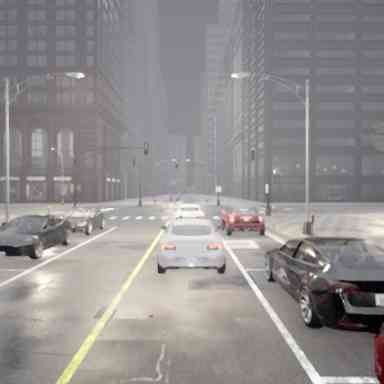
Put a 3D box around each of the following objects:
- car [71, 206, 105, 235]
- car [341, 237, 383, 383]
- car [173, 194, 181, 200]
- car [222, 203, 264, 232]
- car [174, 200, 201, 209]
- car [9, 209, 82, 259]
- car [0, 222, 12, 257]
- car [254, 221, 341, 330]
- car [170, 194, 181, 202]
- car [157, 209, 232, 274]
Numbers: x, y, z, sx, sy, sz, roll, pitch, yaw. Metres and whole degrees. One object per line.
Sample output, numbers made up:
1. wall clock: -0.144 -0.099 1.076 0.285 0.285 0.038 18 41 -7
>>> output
1. car: -5.898 1.481 17.937 2.008 1.369 4.403 0 0 0
2. car: 2.760 1.309 1.098 2.192 1.841 5.009 0 0 0
3. car: -3.735 1.222 83.403 1.837 1.490 4.892 0 0 -1
4. car: 2.626 1.367 18.006 1.967 1.590 4.097 0 0 0
5. car: -0.152 1.444 20.422 1.812 1.442 4.674 0 0 -1
6. car: -5.853 1.518 12.301 1.947 1.339 4.313 0 0 0
7. car: -5.808 1.540 6.665 1.947 1.339 4.313 0 0 0
8. car: 2.716 1.537 6.735 1.947 1.339 4.313 0 0 0
9. car: -3.553 1.286 67.946 1.812 1.442 4.674 0 0 -1
10. car: -0.017 1.483 10.300 1.812 1.442 4.674 0 0 0
